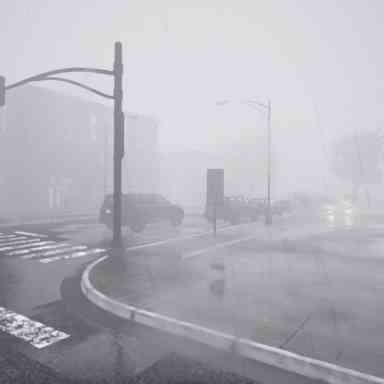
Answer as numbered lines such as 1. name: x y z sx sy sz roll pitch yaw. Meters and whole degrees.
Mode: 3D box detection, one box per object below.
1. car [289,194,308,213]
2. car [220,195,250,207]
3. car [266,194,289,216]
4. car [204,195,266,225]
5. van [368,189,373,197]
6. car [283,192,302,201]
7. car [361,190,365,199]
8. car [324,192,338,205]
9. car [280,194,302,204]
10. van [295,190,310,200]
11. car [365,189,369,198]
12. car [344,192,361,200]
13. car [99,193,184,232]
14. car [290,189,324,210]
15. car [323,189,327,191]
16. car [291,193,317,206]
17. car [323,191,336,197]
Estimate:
1. car: 9.039 1.194 31.278 2.008 1.369 4.403 1 2 35
2. car: 5.295 1.067 40.594 1.947 1.339 4.313 1 2 35
3. car: 5.885 1.151 26.717 1.967 1.590 4.097 1 2 35
4. car: 2.732 1.093 22.157 2.192 1.841 5.009 1 2 35
5. van: 40.585 0.300 76.849 1.690 1.788 3.998 1 2 35
6. car: 17.816 0.757 58.683 1.752 1.417 4.829 1 2 35
7. car: 31.119 0.749 63.181 1.802 1.307 4.206 1 2 35
8. car: 18.502 1.007 44.951 1.947 1.339 4.313 1 2 35
9. car: 14.823 0.969 49.650 1.895 1.301 4.718 1 1 35
10. van: 21.069 0.502 63.376 1.690 1.788 3.998 1 2 35
11. car: 34.371 0.621 67.877 1.752 1.417 4.829 1 2 35
12. car: 27.965 0.787 58.623 2.008 1.369 4.403 1 2 35
13. car: -2.708 1.043 19.043 2.150 2.045 5.566 1 1 35
14. car: 12.196 0.892 35.831 2.192 1.841 5.009 1 2 35
15. car: 27.377 0.463 72.494 1.967 1.590 4.097 2 2 35
16. car: 15.047 0.923 44.604 1.882 1.535 5.008 1 1 35
17. car: 33.684 0.435 81.612 2.008 1.369 4.403 2 2 35
